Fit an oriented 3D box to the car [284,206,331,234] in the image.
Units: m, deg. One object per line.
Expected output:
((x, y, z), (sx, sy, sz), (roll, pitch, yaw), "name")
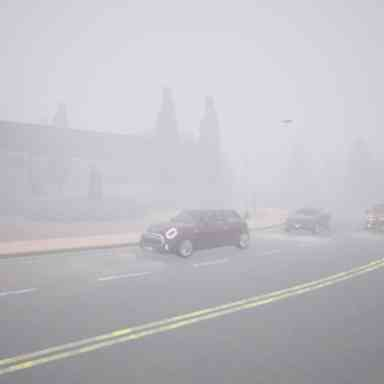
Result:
((7.226, 1.654, 20.531), (1.837, 1.490, 4.892), (0, 0, 35), "car")

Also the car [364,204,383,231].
((12.588, 1.599, 21.733), (2.097, 1.767, 4.553), (0, 0, 31), "car")

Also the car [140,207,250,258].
((0.218, 1.417, 13.137), (4.553, 1.767, 2.097), (1, 0, -41), "car")
